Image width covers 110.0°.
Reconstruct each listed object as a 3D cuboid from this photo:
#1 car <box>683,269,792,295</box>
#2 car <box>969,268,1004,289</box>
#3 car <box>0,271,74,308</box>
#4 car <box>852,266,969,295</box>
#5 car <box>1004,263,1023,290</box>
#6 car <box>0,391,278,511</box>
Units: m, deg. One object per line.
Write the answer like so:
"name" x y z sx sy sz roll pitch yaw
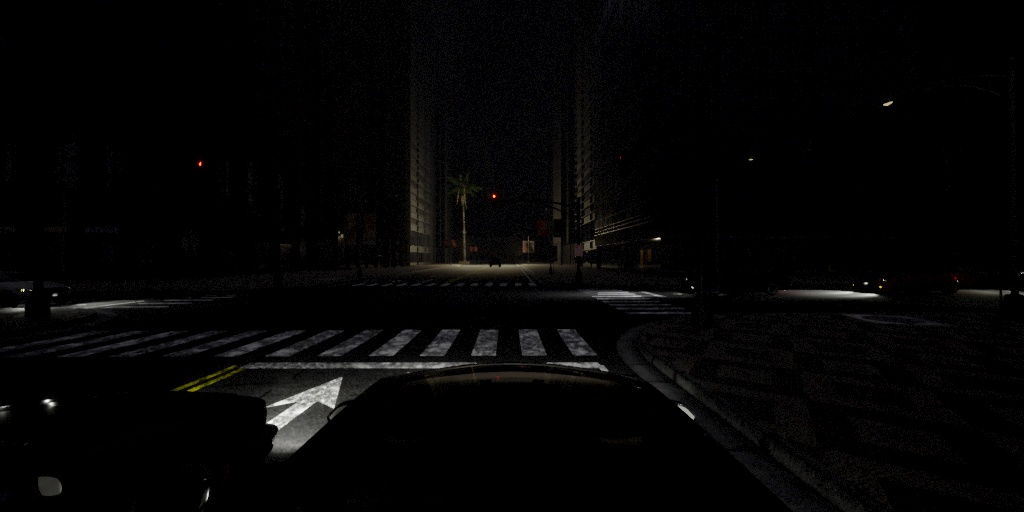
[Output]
"car" 11.619 1.319 18.750 4.718 1.301 1.895 0 0 -1
"car" 26.427 1.273 21.759 4.207 1.307 1.802 0 0 -1
"car" -21.378 1.354 14.979 4.674 1.442 1.812 0 0 1
"car" 20.628 1.251 18.901 4.181 1.385 1.994 0 0 -1
"car" 29.974 1.011 19.064 4.553 1.767 2.097 0 0 -1
"car" -3.176 1.297 0.755 2.033 1.411 5.357 0 0 4
